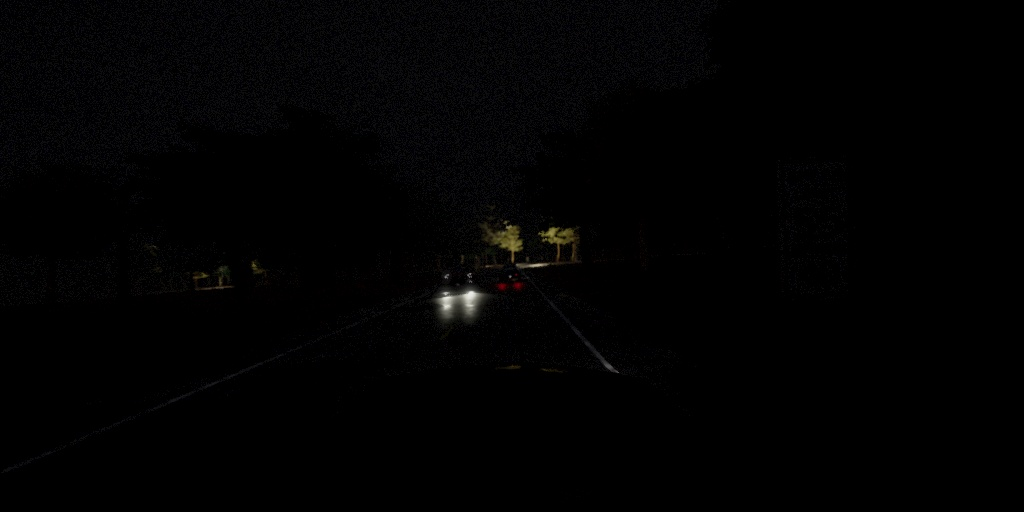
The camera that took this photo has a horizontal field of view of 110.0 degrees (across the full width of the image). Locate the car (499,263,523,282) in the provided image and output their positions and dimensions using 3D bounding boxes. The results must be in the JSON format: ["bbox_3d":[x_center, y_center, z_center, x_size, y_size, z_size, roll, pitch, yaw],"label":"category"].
[{"bbox_3d":[-0.161,1.530,32.363,1.812,1.442,4.674,-2,0,0],"label":"car"}]

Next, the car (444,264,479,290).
[{"bbox_3d":[-3.650,1.372,26.317,2.097,1.767,4.553,-2,0,0],"label":"car"}]
